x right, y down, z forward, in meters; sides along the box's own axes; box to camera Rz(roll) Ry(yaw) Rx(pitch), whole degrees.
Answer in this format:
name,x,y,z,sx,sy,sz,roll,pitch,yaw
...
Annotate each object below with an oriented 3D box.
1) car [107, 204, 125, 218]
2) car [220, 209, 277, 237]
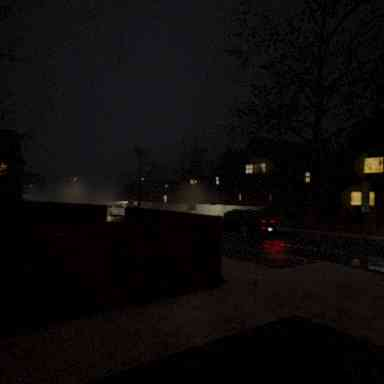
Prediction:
name,x,y,z,sx,sy,sz,roll,pitch,yaw
car,-8.621,2.070,36.876,1.812,1.442,4.674,2,-2,-35
car,2.916,1.820,20.274,1.837,1.490,4.892,2,-2,-35
